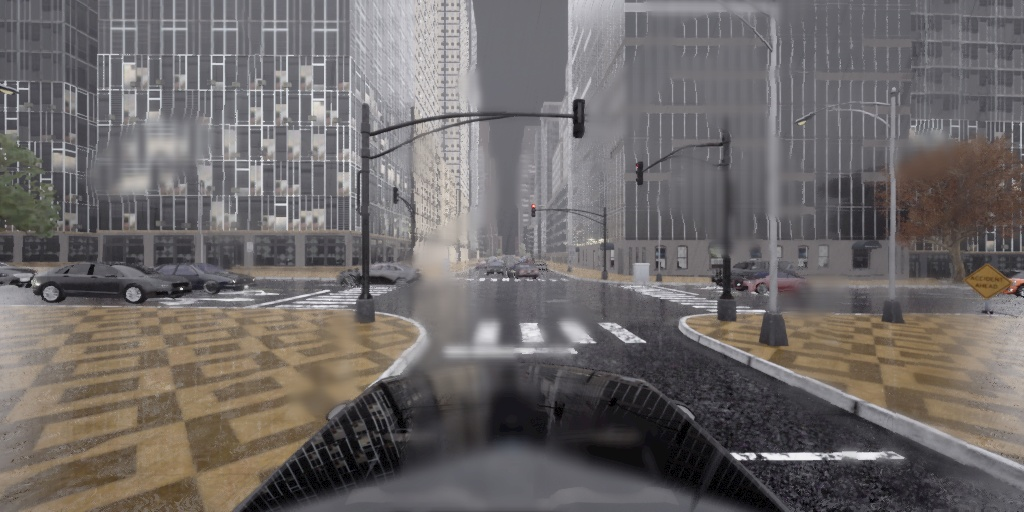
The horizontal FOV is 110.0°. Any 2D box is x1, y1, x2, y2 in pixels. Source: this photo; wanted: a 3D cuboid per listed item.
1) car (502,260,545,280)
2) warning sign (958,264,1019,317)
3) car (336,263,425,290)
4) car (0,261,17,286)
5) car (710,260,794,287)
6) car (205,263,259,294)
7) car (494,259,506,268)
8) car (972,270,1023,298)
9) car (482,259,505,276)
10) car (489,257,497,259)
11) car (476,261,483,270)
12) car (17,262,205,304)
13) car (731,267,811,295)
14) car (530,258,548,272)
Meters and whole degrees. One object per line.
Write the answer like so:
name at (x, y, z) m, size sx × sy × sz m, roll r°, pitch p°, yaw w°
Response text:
car at (0.896, 1.316, 31.410) m, size 2.033 × 1.411 × 5.357 m, roll 0°, pitch 0°, yaw -13°
warning sign at (17.212, 1.204, 12.986) m, size 1.060 × 1.860 × 1.300 m, roll 0°, pitch 0°, yaw -3°
car at (-7.667, 1.141, 21.153) m, size 4.902 × 1.511 × 2.128 m, roll 2°, pitch -1°, yaw -3°
car at (-25.375, 0.802, 16.768) m, size 4.902 × 1.511 × 2.128 m, roll 1°, pitch 0°, yaw -3°
car at (17.335, 1.309, 25.709) m, size 5.566 × 2.045 × 2.150 m, roll 1°, pitch 0°, yaw -3°
car at (-15.441, 1.040, 17.319) m, size 5.357 × 1.411 × 2.033 m, roll 1°, pitch 0°, yaw 0°
car at (-1.915, 1.233, 60.099) m, size 1.882 × 1.535 × 5.008 m, roll 0°, pitch 0°, yaw 0°
car at (33.043, 1.723, 23.272) m, size 4.553 × 1.767 × 2.097 m, roll 1°, pitch 0°, yaw -3°
car at (-1.715, 1.314, 38.497) m, size 2.033 × 1.411 × 5.357 m, roll 0°, pitch 0°, yaw -1°
car at (-1.818, 1.267, 48.900) m, size 1.837 × 1.490 × 4.892 m, roll 0°, pitch 0°, yaw -1°
car at (-4.322, 1.342, 52.153) m, size 1.802 × 1.307 × 4.207 m, roll 0°, pitch 0°, yaw -1°
car at (-15.428, 0.998, 14.030) m, size 4.892 × 1.490 × 1.837 m, roll 1°, pitch 0°, yaw -3°
car at (16.087, 1.630, 22.389) m, size 4.181 × 1.385 × 1.994 m, roll 1°, pitch 0°, yaw -3°
car at (3.663, 1.329, 46.708) m, size 1.948 × 1.339 × 4.313 m, roll 0°, pitch 0°, yaw -1°
